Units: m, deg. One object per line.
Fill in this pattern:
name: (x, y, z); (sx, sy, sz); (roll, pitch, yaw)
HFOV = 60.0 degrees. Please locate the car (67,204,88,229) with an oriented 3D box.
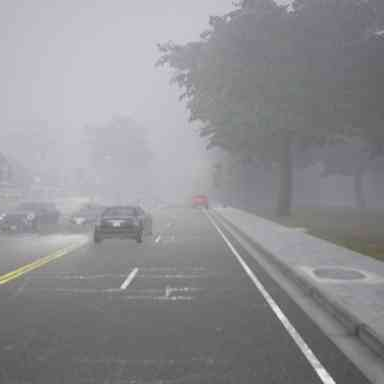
car: (-6.601, 1.526, 21.889); (2.128, 1.511, 4.902); (0, 0, 0)

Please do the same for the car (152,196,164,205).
car: (-6.528, 1.521, 63.677); (2.097, 1.767, 4.553); (0, 0, 0)

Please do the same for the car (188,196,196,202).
car: (-0.019, 1.636, 81.386); (1.837, 1.490, 4.892); (0, 0, 0)

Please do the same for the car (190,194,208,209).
car: (1.127, 1.323, 46.750); (2.150, 2.045, 5.566); (0, 0, 0)

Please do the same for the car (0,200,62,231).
car: (-9.852, 1.385, 20.621); (2.097, 1.767, 4.553); (0, 0, 0)

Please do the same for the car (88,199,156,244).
car: (-3.152, 1.377, 16.034); (2.097, 1.767, 4.553); (0, 0, 0)

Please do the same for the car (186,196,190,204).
car: (-0.015, 1.547, 65.838); (2.097, 1.767, 4.553); (0, 0, 0)
